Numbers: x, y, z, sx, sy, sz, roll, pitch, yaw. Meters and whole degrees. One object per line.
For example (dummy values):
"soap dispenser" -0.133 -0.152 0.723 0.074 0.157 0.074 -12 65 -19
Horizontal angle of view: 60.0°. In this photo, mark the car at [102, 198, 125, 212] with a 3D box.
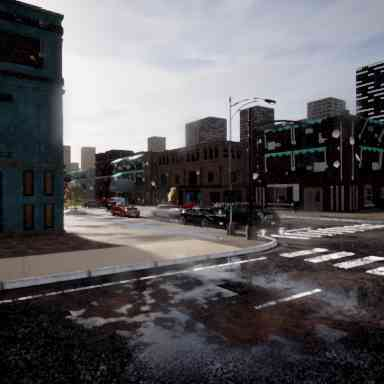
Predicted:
"car" -9.990 1.972 44.434 1.837 1.490 4.892 -1 1 -35

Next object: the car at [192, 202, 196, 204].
"car" -0.360 1.900 40.814 1.802 1.307 4.206 -2 0 -35

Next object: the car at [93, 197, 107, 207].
"car" -16.373 1.936 63.390 2.192 1.841 5.009 -1 0 -35

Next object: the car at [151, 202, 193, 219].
"car" -2.249 1.922 33.483 1.895 1.301 4.718 -1 0 -35

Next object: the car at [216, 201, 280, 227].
"car" 4.209 1.545 24.257 2.097 1.767 4.553 -1 0 -34

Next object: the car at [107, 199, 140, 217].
"car" -7.198 1.844 35.965 1.967 1.590 4.097 -1 0 -35

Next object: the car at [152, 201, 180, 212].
"car" -3.560 1.962 45.329 1.802 1.307 4.206 -2 0 -35

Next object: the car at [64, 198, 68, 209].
"car" -23.104 2.230 58.403 1.752 1.417 4.829 -1 0 -35

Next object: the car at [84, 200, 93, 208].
"car" -19.309 2.226 63.076 1.994 1.385 4.181 -1 0 -35

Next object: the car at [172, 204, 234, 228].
"car" 0.732 1.812 24.575 1.947 1.339 4.313 -2 0 -35

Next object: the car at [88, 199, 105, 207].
"car" -19.569 2.224 67.906 1.887 1.381 4.507 -1 0 -35
